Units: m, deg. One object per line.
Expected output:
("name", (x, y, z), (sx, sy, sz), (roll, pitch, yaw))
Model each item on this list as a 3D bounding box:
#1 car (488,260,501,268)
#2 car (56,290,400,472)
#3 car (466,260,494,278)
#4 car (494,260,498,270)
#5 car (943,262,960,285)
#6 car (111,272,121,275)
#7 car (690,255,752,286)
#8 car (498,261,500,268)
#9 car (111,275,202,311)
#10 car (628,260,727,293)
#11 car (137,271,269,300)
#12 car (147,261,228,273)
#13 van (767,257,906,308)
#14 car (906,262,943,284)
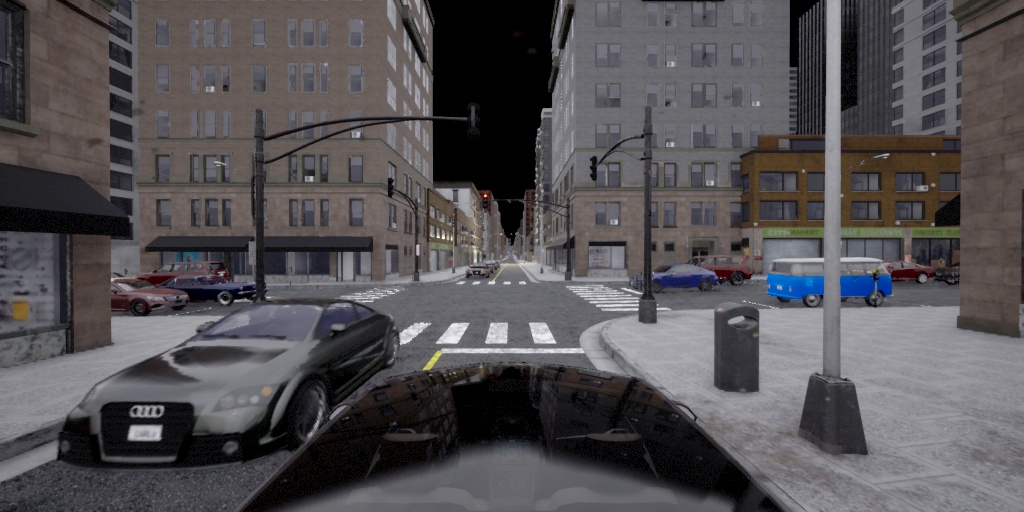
("car", (-3.055, 1.353, 61.979), (1.994, 1.385, 4.181), (0, 0, 0))
("car", (-3.092, 1.313, 5.031), (1.994, 1.385, 4.181), (0, 0, 1))
("car", (-3.085, 1.318, 33.636), (1.994, 1.385, 4.181), (0, 0, 1))
("car", (-3.092, 1.253, 42.622), (2.128, 1.511, 4.902), (0, 0, 0))
("car", (26.728, 0.943, 19.653), (5.357, 1.411, 2.033), (-1, 0, 0))
("car", (-26.019, 1.550, 22.193), (4.829, 1.417, 1.751), (0, 0, 0))
("car", (12.097, 0.871, 22.286), (5.009, 1.841, 2.192), (0, 0, 0))
("car", (-3.081, 1.299, 51.754), (1.812, 1.442, 4.674), (0, 0, 0))
("car", (-14.818, 1.527, 13.695), (4.207, 1.307, 1.802), (0, 0, 0))
("car", (8.635, 1.146, 19.263), (4.674, 1.442, 1.812), (-1, 0, -8))
("car", (-13.954, 1.517, 16.360), (4.718, 1.301, 1.895), (-1, 0, 0))
("car", (-20.344, 1.269, 22.207), (5.009, 1.841, 2.192), (0, 0, 0))
("van", (12.118, 0.957, 13.761), (3.998, 1.789, 1.690), (0, 0, 0))
("car", (23.314, 0.964, 22.313), (4.507, 1.381, 1.888), (0, 0, 0))
